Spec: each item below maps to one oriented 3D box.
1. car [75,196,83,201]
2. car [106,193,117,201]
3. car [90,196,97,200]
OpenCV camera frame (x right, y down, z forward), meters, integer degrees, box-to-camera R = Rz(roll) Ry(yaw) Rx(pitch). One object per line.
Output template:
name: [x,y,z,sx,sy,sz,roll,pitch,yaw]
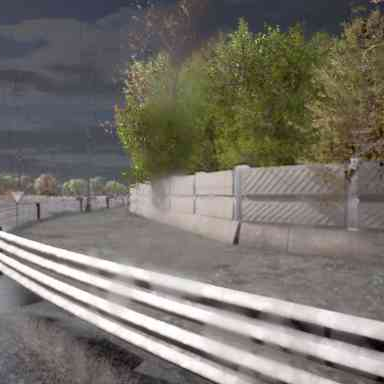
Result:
car: [-29.432,1.691,86.669,1.837,1.490,4.892,0,0,-19]
car: [-21.132,1.391,87.617,2.150,2.045,5.566,0,0,-4]
car: [-26.075,1.707,87.661,1.812,1.442,4.674,0,0,-19]
